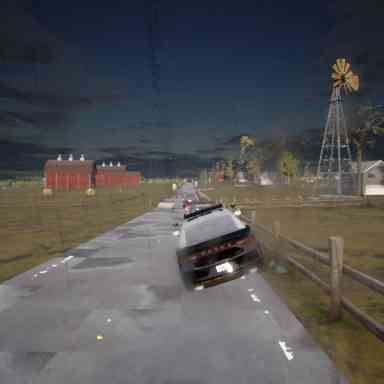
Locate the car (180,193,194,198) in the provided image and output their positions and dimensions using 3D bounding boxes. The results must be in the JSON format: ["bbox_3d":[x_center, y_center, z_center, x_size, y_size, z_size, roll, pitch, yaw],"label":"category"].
[{"bbox_3d":[-0.195,1.237,47.063,2.097,1.767,4.553,0,0,0],"label":"car"}]

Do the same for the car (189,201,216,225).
[{"bbox_3d":[0.714,1.471,25.149,1.837,1.490,4.892,0,0,0],"label":"car"}]

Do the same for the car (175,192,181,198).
[{"bbox_3d":[-3.114,0.807,81.626,2.033,1.411,5.357,0,2,0],"label":"car"}]

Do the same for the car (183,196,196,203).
[{"bbox_3d":[0.667,1.308,19.108,2.097,1.767,4.553,-1,0,0],"label":"car"}]

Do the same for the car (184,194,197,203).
[{"bbox_3d":[-0.269,1.209,60.581,2.128,1.511,4.902,0,1,0],"label":"car"}]

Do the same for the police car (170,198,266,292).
[{"bbox_3d":[0.529,1.199,9.227,1.930,1.638,5.238,-18,3,0],"label":"police car"}]

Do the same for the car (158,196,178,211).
[{"bbox_3d":[-3.026,1.530,40.201,1.895,1.301,4.718,0,0,0],"label":"car"}]
